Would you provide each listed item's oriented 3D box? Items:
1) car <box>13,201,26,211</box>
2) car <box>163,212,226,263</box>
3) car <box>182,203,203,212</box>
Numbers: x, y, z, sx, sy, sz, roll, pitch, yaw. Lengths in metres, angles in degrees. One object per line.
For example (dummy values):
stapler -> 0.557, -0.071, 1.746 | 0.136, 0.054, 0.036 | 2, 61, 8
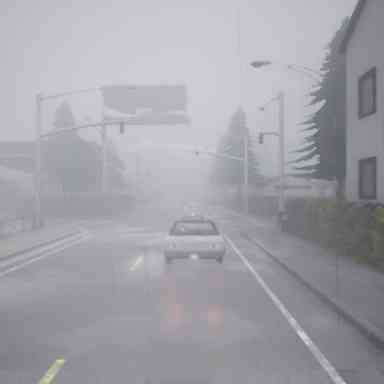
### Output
car -> -22.177, 1.758, 46.020 | 4.611, 1.667, 2.242 | 0, 0, 0
car -> 0.076, 1.623, 12.001 | 1.895, 1.301, 4.718 | 0, 0, 0
car -> 0.084, 1.744, 30.768 | 1.812, 1.442, 4.674 | 0, -1, 0
